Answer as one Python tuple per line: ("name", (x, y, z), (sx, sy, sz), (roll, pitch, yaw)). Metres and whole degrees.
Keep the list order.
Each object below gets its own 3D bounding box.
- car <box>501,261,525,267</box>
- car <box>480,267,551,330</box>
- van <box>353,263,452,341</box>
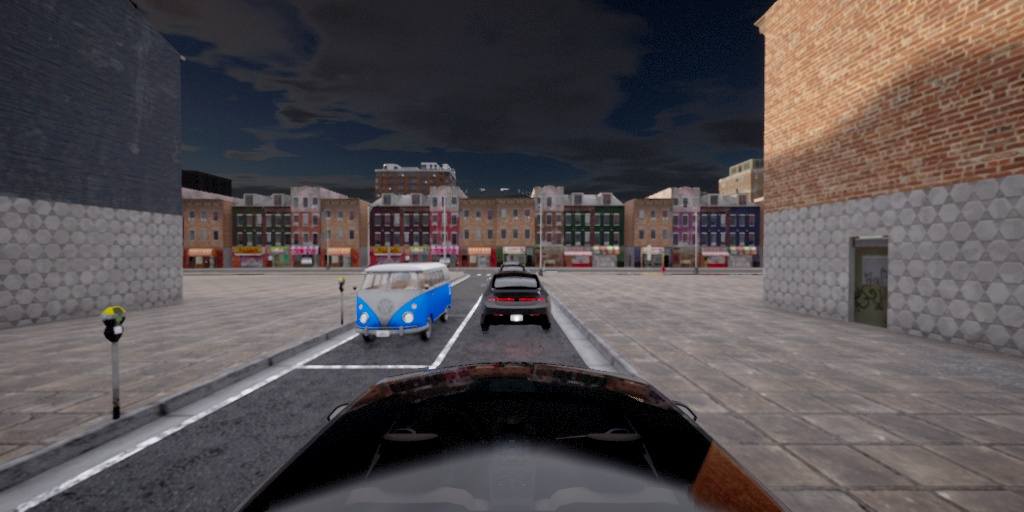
("car", (0.034, 1.213, 20.879), (1.837, 1.490, 4.892), (0, 0, 0))
("car", (0.077, 1.231, 10.923), (1.837, 1.490, 4.892), (0, 0, -1))
("van", (-2.662, 1.072, 9.484), (1.690, 1.789, 3.998), (0, 0, 0))
